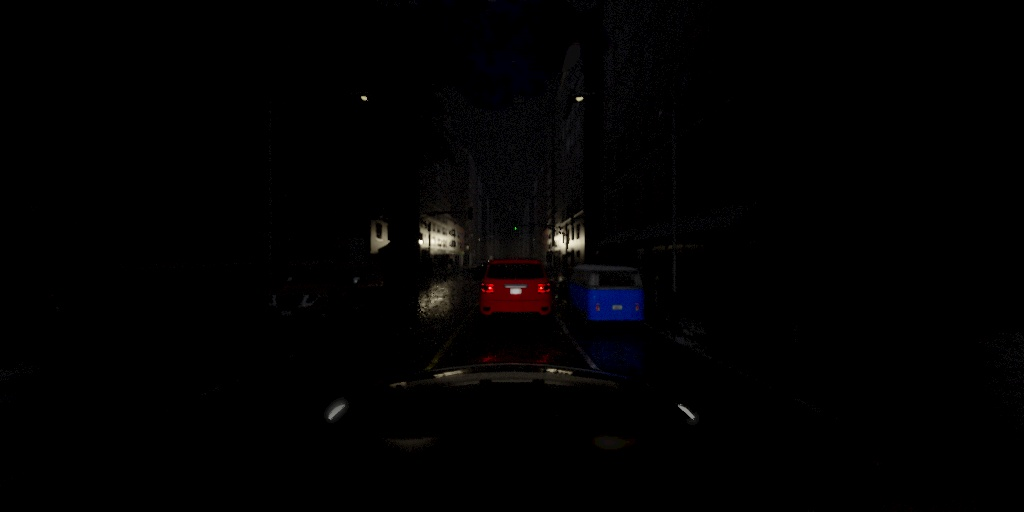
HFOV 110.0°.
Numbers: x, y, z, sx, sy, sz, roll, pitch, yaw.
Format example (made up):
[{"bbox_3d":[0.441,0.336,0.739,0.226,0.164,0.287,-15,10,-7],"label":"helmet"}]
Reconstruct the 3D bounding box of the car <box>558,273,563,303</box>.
[{"bbox_3d":[2.860,1.445,17.218,1.948,1.339,4.313,0,0,0],"label":"car"}]

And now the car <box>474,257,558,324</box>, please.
[{"bbox_3d":[0.105,1.065,12.515,2.150,2.045,5.566,0,0,0],"label":"car"}]

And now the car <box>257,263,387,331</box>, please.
[{"bbox_3d":[-5.666,1.147,11.519,2.192,1.841,5.009,0,0,0],"label":"car"}]

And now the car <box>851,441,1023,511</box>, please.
[{"bbox_3d":[2.856,1.282,0.237,1.888,1.381,4.507,0,0,0],"label":"car"}]

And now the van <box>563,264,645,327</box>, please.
[{"bbox_3d":[2.858,1.173,11.557,1.690,1.789,3.998,0,0,0],"label":"van"}]

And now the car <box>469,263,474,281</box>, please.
[{"bbox_3d":[-1.941,1.337,30.798,2.097,1.767,4.553,0,-1,-23],"label":"car"}]
